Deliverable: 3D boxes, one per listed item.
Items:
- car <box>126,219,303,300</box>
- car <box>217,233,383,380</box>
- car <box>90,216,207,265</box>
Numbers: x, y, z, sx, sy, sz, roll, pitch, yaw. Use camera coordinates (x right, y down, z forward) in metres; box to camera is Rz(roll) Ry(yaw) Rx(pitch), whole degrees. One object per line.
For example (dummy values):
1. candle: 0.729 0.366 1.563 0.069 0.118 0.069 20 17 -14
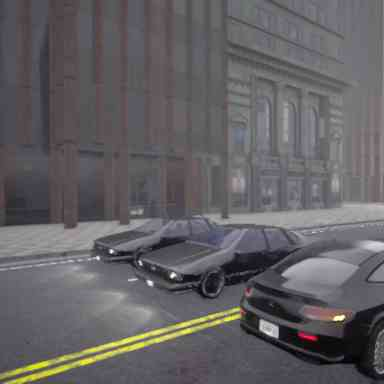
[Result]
1. car: 1.282 1.536 8.586 5.357 1.411 2.033 0 0 -35
2. car: 2.827 1.515 5.437 4.674 1.442 1.812 0 0 -35
3. car: -0.572 1.536 11.257 5.357 1.411 2.033 0 0 -35
